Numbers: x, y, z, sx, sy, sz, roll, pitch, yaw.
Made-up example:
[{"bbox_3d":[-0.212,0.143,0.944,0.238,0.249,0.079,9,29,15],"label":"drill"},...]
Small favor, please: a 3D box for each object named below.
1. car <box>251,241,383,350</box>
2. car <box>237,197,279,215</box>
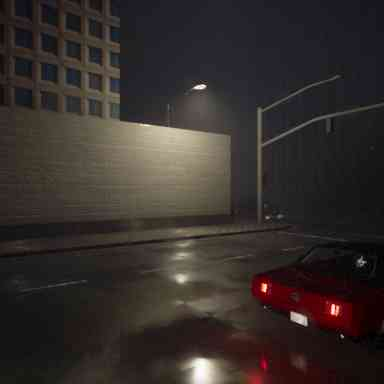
[{"bbox_3d":[3.418,1.600,6.225,4.718,1.301,1.895,0,0,-35],"label":"car"},{"bbox_3d":[6.813,1.403,34.686,2.097,1.767,4.553,0,0,-35],"label":"car"}]
